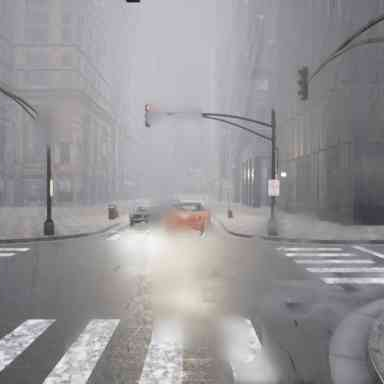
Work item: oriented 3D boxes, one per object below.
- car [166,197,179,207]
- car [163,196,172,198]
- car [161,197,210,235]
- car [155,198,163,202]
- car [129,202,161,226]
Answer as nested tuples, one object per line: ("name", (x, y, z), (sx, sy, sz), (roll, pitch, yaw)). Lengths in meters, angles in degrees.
("car", (-3.071, 1.531, 53.213), (1.812, 1.442, 4.674), (0, 0, 0))
("car", (-3.111, 1.354, 43.171), (2.097, 1.767, 4.553), (0, 0, 0))
("car", (-0.129, 1.350, 19.033), (2.097, 1.767, 4.553), (0, 0, 7))
("car", (-3.105, 1.564, 33.170), (1.994, 1.385, 4.181), (0, 0, 0))
("car", (-3.108, 1.600, 23.227), (1.895, 1.301, 4.718), (0, 0, 0))
